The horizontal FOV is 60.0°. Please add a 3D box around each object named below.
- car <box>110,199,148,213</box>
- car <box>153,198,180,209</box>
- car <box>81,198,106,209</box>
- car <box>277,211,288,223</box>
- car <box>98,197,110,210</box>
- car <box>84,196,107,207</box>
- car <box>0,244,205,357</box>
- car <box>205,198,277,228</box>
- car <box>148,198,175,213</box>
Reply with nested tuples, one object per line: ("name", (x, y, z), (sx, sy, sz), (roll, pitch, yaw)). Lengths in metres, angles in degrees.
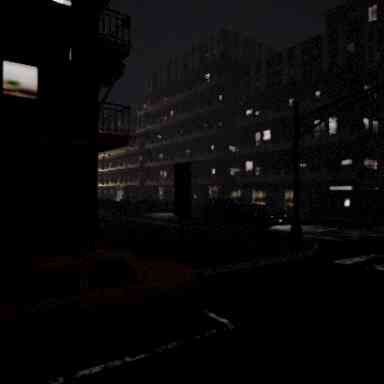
("car", (-7.024, 1.515, 36.650), (1.887, 1.381, 4.507), (0, 0, -36))
("car", (-3.559, 1.573, 46.155), (1.802, 1.307, 4.206), (0, 0, -36))
("car", (-13.669, 1.506, 45.828), (1.947, 1.339, 4.313), (0, 0, -36))
("car", (4.551, 1.575, 25.074), (2.033, 1.411, 5.357), (0, 0, -36))
("car", (-10.347, 1.521, 41.239), (1.947, 1.339, 4.313), (0, 0, -36))
("car", (-15.389, 1.442, 52.787), (1.882, 1.535, 5.008), (0, 0, -36))
("car", (-2.058, 1.531, 5.093), (4.829, 1.417, 1.752), (0, 0, -35))
("car", (2.944, 1.334, 22.886), (2.192, 1.841, 5.009), (1, 0, -36))
("car", (-4.307, 1.461, 37.318), (1.882, 1.535, 5.008), (0, 0, -36))
